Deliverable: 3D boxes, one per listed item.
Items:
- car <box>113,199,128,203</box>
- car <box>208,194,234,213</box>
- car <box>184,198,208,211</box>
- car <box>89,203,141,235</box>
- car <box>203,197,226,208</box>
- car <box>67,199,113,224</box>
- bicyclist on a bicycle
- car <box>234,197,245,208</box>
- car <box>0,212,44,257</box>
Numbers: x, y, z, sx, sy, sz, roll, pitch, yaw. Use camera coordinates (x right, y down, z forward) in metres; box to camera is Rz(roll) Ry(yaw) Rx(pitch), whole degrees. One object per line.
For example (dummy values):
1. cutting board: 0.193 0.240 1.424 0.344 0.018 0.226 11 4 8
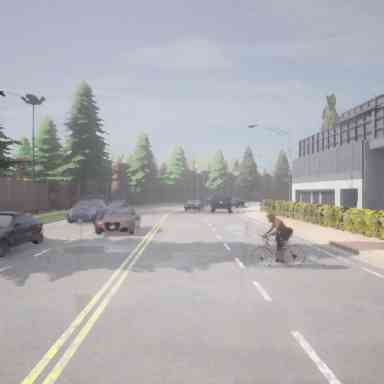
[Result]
1. car: -7.602 1.491 33.559 2.128 1.511 4.902 0 0 2
2. car: 3.360 1.221 37.449 2.150 2.045 5.566 0 0 7
3. car: 0.362 1.600 40.361 1.895 1.301 4.718 0 0 10
4. car: -4.018 1.563 18.611 1.994 1.385 4.181 0 0 -1
5. car: 3.423 1.504 50.050 1.837 1.490 4.892 0 0 24
6. car: -7.629 1.351 24.751 2.097 1.767 4.553 0 0 -1
7. bicyclist on a bicycle: 2.508 1.451 9.785 1.656 1.620 0.582 -2 0 -1
8. car: 6.245 1.491 48.136 2.128 1.511 4.902 0 0 25
9. car: -7.395 1.526 12.949 1.812 1.442 4.674 0 0 -1
